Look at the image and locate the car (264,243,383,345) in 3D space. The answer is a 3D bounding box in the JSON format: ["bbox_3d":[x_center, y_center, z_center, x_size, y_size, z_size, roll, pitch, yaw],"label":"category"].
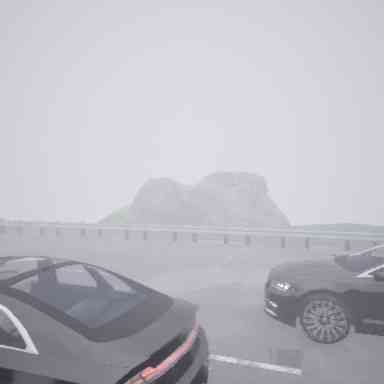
[{"bbox_3d":[3.634,1.491,5.167,4.902,1.511,2.128,0,0,21],"label":"car"}]

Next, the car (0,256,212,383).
[{"bbox_3d":[-2.239,1.491,3.564,4.902,1.511,2.128,0,0,20],"label":"car"}]

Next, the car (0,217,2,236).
[{"bbox_3d":[-10.523,1.221,13.527,5.566,2.045,2.150,0,0,16],"label":"car"}]
